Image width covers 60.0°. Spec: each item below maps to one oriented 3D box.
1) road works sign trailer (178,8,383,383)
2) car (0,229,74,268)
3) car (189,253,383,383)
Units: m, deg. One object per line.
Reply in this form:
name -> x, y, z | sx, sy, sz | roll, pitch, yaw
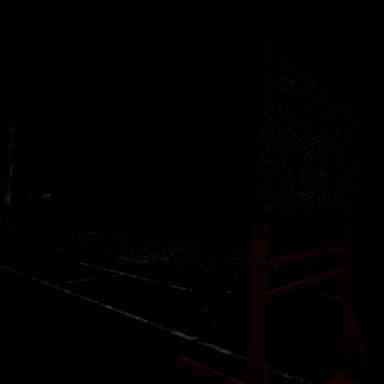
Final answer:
road works sign trailer -> 0.943, 0.651, 3.006 | 2.880, 3.560, 2.380 | -1, -4, 43
car -> -6.408, 2.121, 13.433 | 4.313, 1.339, 1.947 | -1, -4, 43
car -> 1.853, 1.791, 5.850 | 4.097, 1.590, 1.967 | -1, -4, 43
